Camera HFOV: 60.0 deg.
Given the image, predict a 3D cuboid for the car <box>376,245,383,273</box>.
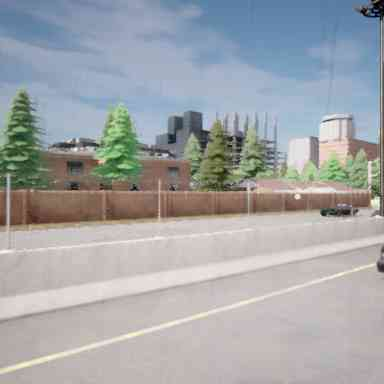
[{"bbox_3d":[7.142,1.628,9.363,5.357,1.411,2.033,0,-1,-39],"label":"car"}]
